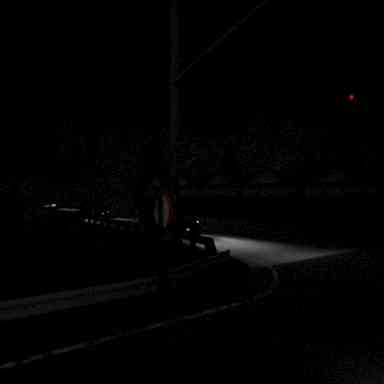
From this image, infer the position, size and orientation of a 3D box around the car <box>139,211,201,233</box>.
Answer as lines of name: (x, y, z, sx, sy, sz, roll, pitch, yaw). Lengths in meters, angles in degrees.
car: (-1.477, 1.808, 20.628, 1.895, 1.301, 4.718, 0, 0, -35)

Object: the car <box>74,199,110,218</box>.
car: (-9.399, 1.713, 31.902, 1.837, 1.490, 4.892, 0, 0, -35)

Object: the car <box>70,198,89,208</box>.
car: (-16.479, 1.729, 50.512, 1.837, 1.490, 4.892, 0, 0, 18)
